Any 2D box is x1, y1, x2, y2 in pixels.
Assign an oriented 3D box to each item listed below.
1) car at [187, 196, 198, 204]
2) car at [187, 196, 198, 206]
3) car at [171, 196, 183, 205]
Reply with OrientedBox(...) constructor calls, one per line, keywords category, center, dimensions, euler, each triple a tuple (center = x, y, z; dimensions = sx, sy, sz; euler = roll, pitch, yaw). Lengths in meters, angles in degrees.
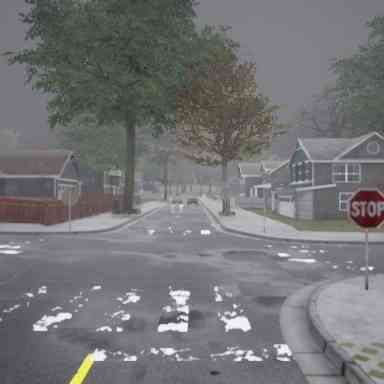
OrientedBox(category="car", center=(0.121, 1.516, 66.261), dimensions=(2.033, 1.411, 5.357), euler=(0, 0, 0))
OrientedBox(category="car", center=(0.102, 1.480, 55.839), dimensions=(1.837, 1.490, 4.892), euler=(0, 0, 0))
OrientedBox(category="car", center=(-2.639, 1.478, 60.434), dimensions=(1.837, 1.490, 4.892), euler=(0, 0, 0))
